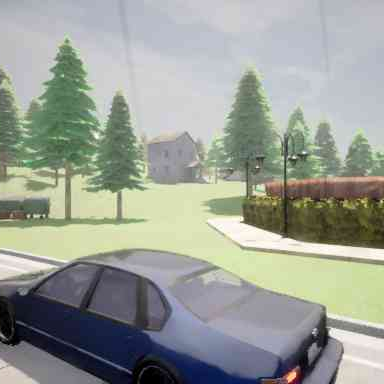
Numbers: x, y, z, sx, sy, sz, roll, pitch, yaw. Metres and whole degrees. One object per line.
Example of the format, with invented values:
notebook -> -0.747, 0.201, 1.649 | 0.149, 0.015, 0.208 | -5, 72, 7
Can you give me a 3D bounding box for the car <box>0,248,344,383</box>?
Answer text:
car -> -0.888, 1.547, 4.625 | 5.357, 1.411, 2.033 | 0, 0, 36
